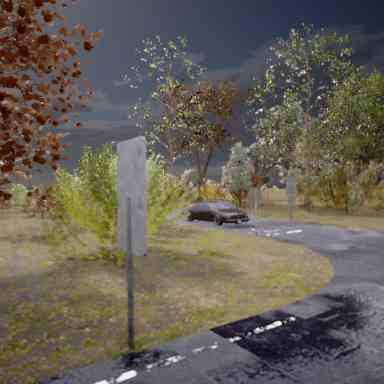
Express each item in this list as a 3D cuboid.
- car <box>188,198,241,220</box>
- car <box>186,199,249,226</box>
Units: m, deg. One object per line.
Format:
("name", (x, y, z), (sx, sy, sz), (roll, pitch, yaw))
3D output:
("car", (1.706, 1.257, 26.360), (1.994, 1.385, 4.181), (-1, 1, -35))
("car", (1.278, 1.334, 21.949), (2.033, 1.411, 5.357), (-1, 1, -35))
